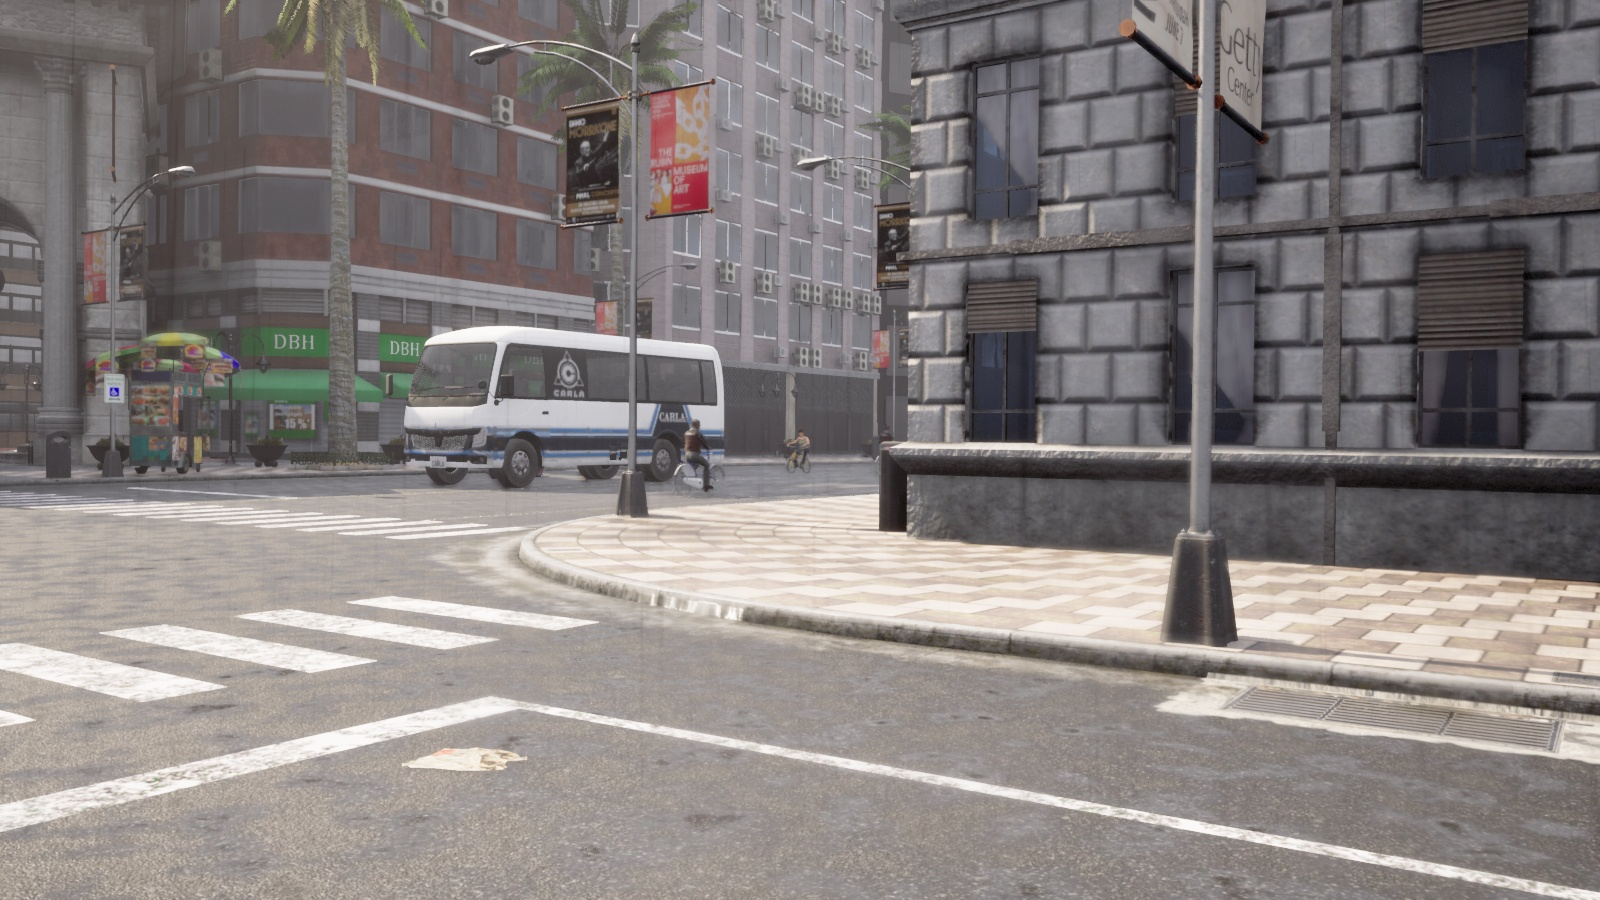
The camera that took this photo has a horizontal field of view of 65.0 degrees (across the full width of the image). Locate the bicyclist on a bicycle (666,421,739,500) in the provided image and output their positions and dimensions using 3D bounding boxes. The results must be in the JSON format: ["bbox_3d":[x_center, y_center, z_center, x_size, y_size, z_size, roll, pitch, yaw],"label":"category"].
[{"bbox_3d":[-2.255,0.223,29.241,0.659,1.776,1.843,0,1,34],"label":"bicyclist on a bicycle"}]

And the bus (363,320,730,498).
[{"bbox_3d":[-6.667,-1.067,35.331,3.944,4.253,10.273,0,1,34],"label":"bus"}]

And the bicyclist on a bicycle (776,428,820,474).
[{"bbox_3d":[-0.058,0.053,44.936,0.866,1.612,1.509,0,-1,34],"label":"bicyclist on a bicycle"}]
